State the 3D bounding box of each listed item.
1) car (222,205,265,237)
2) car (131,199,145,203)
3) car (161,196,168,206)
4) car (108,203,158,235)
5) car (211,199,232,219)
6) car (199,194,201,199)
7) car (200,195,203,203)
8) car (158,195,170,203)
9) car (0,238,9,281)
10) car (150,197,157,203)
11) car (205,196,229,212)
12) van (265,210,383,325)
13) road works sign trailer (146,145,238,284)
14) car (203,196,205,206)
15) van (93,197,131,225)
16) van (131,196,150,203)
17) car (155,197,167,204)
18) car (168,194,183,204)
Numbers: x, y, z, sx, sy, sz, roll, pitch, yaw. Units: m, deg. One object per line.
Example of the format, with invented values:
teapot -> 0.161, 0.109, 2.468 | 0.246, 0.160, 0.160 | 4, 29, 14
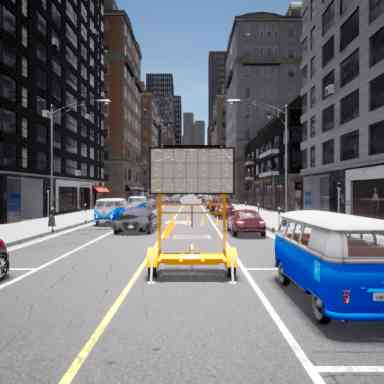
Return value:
car -> 2.857, 1.581, 17.856 | 1.802, 1.307, 4.206 | 0, 0, 0
car -> -5.668, 1.550, 28.859 | 2.008, 1.369, 4.403 | 0, 0, 0
car -> -5.667, 1.573, 56.366 | 1.947, 1.339, 4.313 | 0, 0, 0
car -> -3.099, 1.563, 18.782 | 1.994, 1.385, 4.181 | 0, 0, 0
car -> 2.858, 1.582, 28.858 | 1.802, 1.307, 4.206 | 0, 0, 0
car -> 2.859, 1.578, 67.368 | 1.947, 1.339, 4.313 | 0, 0, 0
car -> 2.858, 1.557, 56.365 | 2.008, 1.369, 4.403 | 0, 0, 0
car -> -5.667, 1.452, 67.369 | 1.967, 1.590, 4.097 | 0, 0, 0
car -> -5.669, 1.440, 6.854 | 1.967, 1.590, 4.097 | 0, 0, 0
car -> -5.667, 1.567, 39.862 | 1.947, 1.339, 4.313 | 0, 0, 0
car -> 2.857, 1.315, 34.360 | 2.192, 1.841, 5.009 | 0, 0, 0
van -> 2.856, 1.341, 6.853 | 1.690, 1.788, 3.998 | 0, 0, 0
road works sign trailer -> 0.001, 0.464, 9.532 | 2.380, 3.560, 2.880 | 0, 0, 0
car -> 2.858, 1.443, 45.363 | 1.967, 1.590, 4.097 | 0, 0, 0
van -> -5.669, 1.340, 23.359 | 1.690, 1.788, 3.998 | 0, 0, 0
van -> -5.668, 1.341, 34.360 | 1.690, 1.788, 3.998 | 0, 0, 0
car -> -5.667, 1.591, 61.867 | 1.802, 1.307, 4.206 | 0, 0, 0
car -> -2.998, 1.572, 57.669 | 1.994, 1.385, 4.181 | 0, 0, 0
